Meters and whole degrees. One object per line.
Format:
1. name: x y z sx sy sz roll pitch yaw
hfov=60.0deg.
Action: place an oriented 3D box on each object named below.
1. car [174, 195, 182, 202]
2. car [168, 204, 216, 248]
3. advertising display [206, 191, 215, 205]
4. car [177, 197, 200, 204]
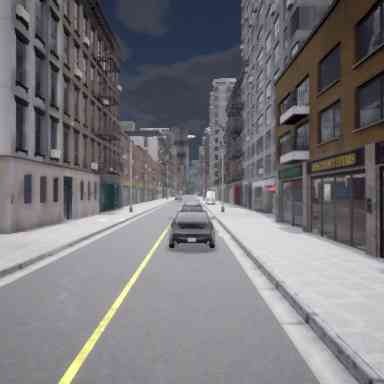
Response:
1. car: -3.000 1.479 75.958 1.837 1.490 4.892 0 0 0
2. car: 0.000 1.506 14.649 1.837 1.490 4.892 0 0 0
3. advertising display: 3.130 1.016 55.422 1.540 2.440 0.280 0 0 0
4. car: 0.000 1.475 29.650 2.128 1.511 4.902 0 0 0
